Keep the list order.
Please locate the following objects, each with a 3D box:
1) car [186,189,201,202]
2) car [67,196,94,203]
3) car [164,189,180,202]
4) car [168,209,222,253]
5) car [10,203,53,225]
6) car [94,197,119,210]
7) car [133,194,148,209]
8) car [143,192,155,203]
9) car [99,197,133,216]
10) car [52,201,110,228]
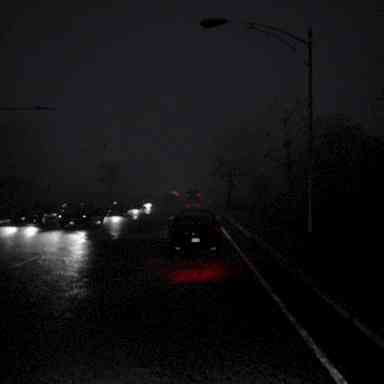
[{"bbox_3d":[0.184,0.508,52.778,2.150,2.045,5.566,0,3,1],"label":"car"},{"bbox_3d":[-10.547,1.214,31.406,2.097,1.767,4.553,0,0,0],"label":"car"},{"bbox_3d":[-3.415,0.840,52.675,2.033,1.411,5.357,0,3,0],"label":"car"},{"bbox_3d":[0.119,1.419,13.367,1.882,1.535,5.008,0,0,0],"label":"car"},{"bbox_3d":[-10.563,1.463,22.806,1.994,1.385,4.181,0,0,0],"label":"car"},{"bbox_3d":[-10.522,1.340,41.358,1.994,1.385,4.181,0,1,0],"label":"car"},{"bbox_3d":[-7.025,1.357,40.546,1.994,1.385,4.181,0,1,0],"label":"car"},{"bbox_3d":[-6.952,0.836,51.760,2.128,1.511,4.902,0,3,1],"label":"car"},{"bbox_3d":[-7.059,1.430,30.572,1.994,1.385,4.181,0,0,-1],"label":"car"},{"bbox_3d":[-7.067,1.505,21.761,1.895,1.301,4.718,0,0,0],"label":"car"}]
